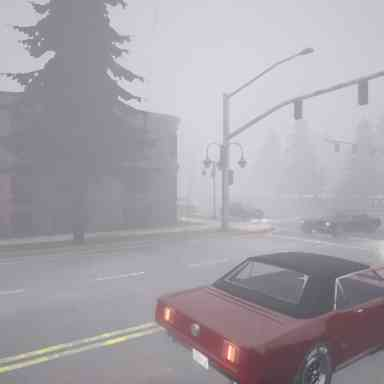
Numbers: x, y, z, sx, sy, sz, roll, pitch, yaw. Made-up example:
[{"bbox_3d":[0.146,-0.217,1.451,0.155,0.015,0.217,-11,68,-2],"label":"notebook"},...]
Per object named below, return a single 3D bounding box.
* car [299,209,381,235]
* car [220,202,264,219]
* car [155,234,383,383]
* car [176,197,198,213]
[{"bbox_3d":[7.858,1.601,17.598,4.718,1.301,1.895,0,0,-33],"label":"car"},{"bbox_3d":[4.275,1.564,29.074,1.994,1.385,4.181,0,0,-33],"label":"car"},{"bbox_3d":[1.941,1.601,5.014,4.718,1.301,1.895,0,0,-34],"label":"car"},{"bbox_3d":[-1.288,1.352,37.556,2.097,1.767,4.553,0,0,-33],"label":"car"}]
